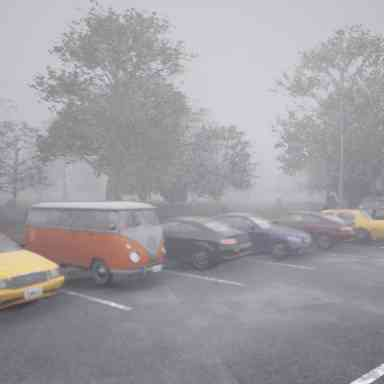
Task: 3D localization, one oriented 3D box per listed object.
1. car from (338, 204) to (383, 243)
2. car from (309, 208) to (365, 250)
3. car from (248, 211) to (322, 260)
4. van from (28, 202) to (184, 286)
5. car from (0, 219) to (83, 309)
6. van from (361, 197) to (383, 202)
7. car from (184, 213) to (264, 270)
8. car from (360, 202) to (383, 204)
[{"bbox_3d":[6.842,1.505,16.079,5.366,1.575,1.946,-1,-1,35],"label":"car"},{"bbox_3d":[4.547,1.543,14.285,4.674,1.452,2.002,-1,-1,35],"label":"car"},{"bbox_3d":[2.128,1.538,12.600,4.674,1.452,2.002,0,-1,35],"label":"car"},{"bbox_3d":[-2.645,1.261,9.165,4.442,1.987,1.878,-1,-1,35],"label":"van"},{"bbox_3d":[-5.013,1.479,7.407,5.366,1.575,1.946,-1,-1,34],"label":"car"},{"bbox_3d":[11.821,1.282,19.360,4.442,1.987,1.878,-1,-1,36],"label":"van"},{"bbox_3d":[-0.309,1.533,10.930,4.674,1.452,2.002,-1,-1,35],"label":"car"},{"bbox_3d":[9.456,1.507,17.630,5.008,1.535,2.097,-1,-1,36],"label":"car"}]
